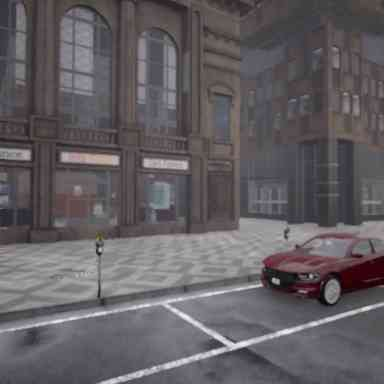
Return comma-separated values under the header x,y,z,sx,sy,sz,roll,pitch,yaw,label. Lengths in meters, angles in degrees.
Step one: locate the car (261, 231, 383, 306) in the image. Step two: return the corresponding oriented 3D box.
x,y,z,sx,sy,sz,roll,pitch,yaw,label
3.761,1.724,8.416,4.507,1.381,1.887,1,-1,-31,car
